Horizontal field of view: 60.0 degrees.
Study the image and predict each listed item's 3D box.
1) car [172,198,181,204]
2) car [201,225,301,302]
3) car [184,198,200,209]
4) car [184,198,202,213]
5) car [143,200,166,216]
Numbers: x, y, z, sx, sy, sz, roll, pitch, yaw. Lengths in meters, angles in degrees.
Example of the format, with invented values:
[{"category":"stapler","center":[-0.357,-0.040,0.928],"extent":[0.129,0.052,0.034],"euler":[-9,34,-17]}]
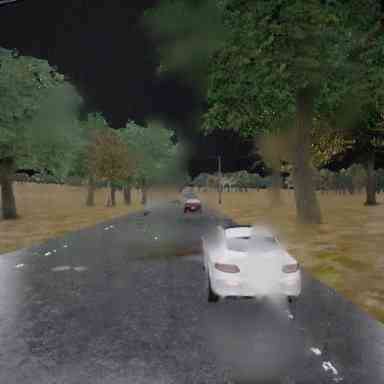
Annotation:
[{"category":"car","center":[-3.437,2.029,74.152],"extent":[1.895,1.301,4.718],"euler":[0,-1,0]},{"category":"car","center":[1.231,1.529,8.149],"extent":[1.812,1.442,4.674],"euler":[0,0,0]},{"category":"car","center":[0.041,1.581,46.814],"extent":[2.128,1.511,4.902],"euler":[0,-1,0]},{"category":"car","center":[0.114,1.502,36.750],"extent":[1.882,1.535,5.008],"euler":[0,0,0]},{"category":"car","center":[-3.572,1.523,32.481],"extent":[1.837,1.490,4.892],"euler":[0,0,0]}]
